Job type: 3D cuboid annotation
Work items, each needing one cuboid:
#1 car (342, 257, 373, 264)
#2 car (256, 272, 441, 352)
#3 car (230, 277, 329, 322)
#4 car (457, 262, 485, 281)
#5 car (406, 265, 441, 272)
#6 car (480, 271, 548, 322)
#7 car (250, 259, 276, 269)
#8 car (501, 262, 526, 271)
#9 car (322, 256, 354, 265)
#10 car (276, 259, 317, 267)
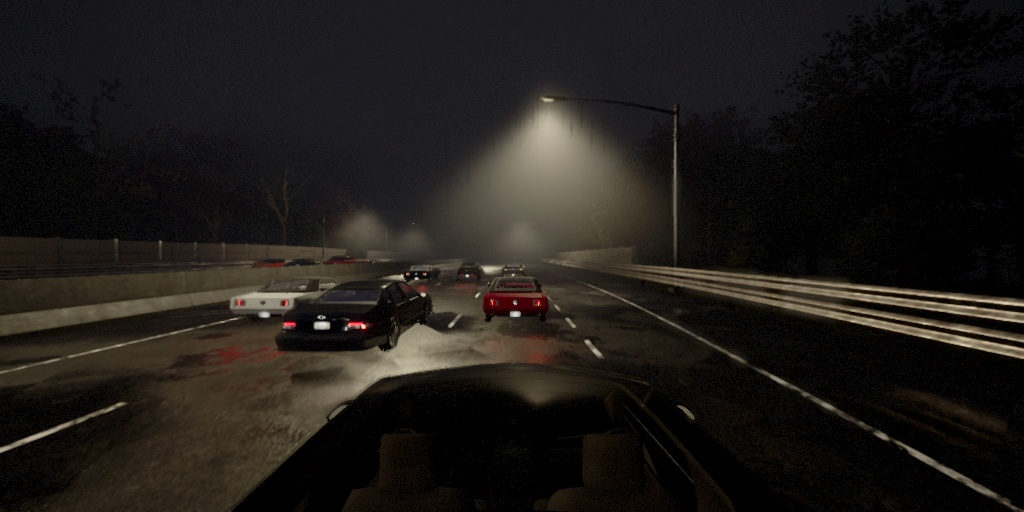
[{"bbox_3d":[-17.586,1.234,42.081,1.882,1.535,5.008,0,0,0],"label":"car"},{"bbox_3d":[-3.397,1.295,8.925,2.033,1.411,5.357,0,0,0],"label":"car"},{"bbox_3d":[-6.898,1.347,12.228,1.895,1.301,4.718,0,0,0],"label":"car"},{"bbox_3d":[-3.399,1.254,29.677,1.837,1.490,4.892,0,0,0],"label":"car"},{"bbox_3d":[-6.898,1.349,28.154,1.895,1.301,4.718,0,0,0],"label":"car"},{"bbox_3d":[0.101,1.347,12.323,1.895,1.301,4.718,0,0,0],"label":"car"},{"bbox_3d":[-28.078,1.107,41.664,2.097,1.767,4.553,0,0,0],"label":"car"},{"bbox_3d":[0.103,1.241,29.629,2.128,1.511,4.902,0,0,0],"label":"car"},{"bbox_3d":[-21.077,0.982,43.952,2.150,2.045,5.566,0,0,0],"label":"car"},{"bbox_3d":[-24.580,1.107,41.589,2.097,1.767,4.553,0,0,0],"label":"car"}]
